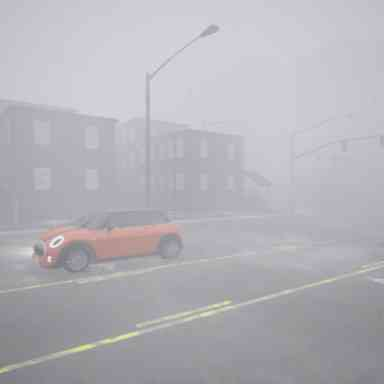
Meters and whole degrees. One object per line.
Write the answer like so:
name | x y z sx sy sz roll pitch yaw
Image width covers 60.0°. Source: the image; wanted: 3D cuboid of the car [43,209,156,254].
car | -3.861 1.544 14.110 4.181 1.385 1.994 0 0 -35

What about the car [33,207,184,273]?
car | -2.581 1.335 10.729 4.553 1.767 2.097 0 0 -35
